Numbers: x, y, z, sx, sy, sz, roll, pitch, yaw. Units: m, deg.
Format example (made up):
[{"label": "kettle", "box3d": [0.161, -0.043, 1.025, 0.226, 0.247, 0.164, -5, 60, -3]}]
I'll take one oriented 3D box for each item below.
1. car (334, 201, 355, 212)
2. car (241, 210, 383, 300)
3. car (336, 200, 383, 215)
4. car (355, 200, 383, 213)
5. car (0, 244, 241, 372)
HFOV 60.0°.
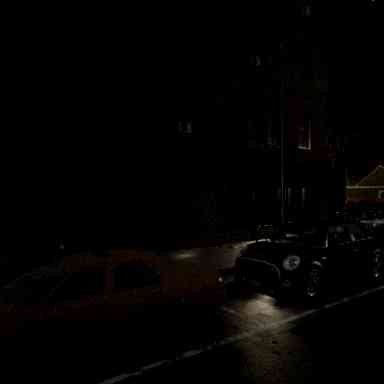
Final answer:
[{"label": "car", "box3d": [11.076, 1.603, 28.884, 1.837, 1.490, 4.892, 0, 0, -33]}, {"label": "car", "box3d": [2.956, 1.440, 8.306, 4.097, 1.590, 1.967, 0, 0, -36]}, {"label": "car", "box3d": [18.272, 1.607, 35.761, 1.837, 1.490, 4.892, 0, 0, -35]}, {"label": "car", "box3d": [14.385, 1.594, 29.825, 1.837, 1.490, 4.892, 0, 0, -36]}, {"label": "car", "box3d": [-1.670, 1.525, 4.994, 4.829, 1.417, 1.752, 0, 0, -36]}]
